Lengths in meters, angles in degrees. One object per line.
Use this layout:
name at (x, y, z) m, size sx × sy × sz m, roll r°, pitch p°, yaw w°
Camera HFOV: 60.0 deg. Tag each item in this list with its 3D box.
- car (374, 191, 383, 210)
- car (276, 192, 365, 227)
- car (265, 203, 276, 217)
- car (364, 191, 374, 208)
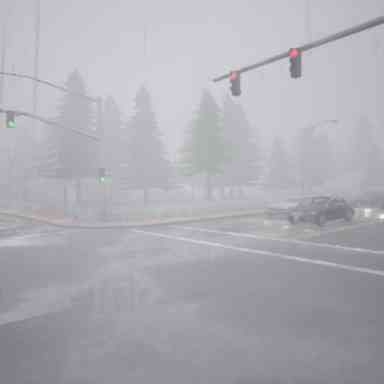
car at (16.811, 0.318, 26.134) m, size 5.566 × 2.045 × 2.150 m, roll -3°, pitch 2°, yaw -40°
car at (7.195, 0.977, 18.426) m, size 4.902 × 1.511 × 2.128 m, roll -2°, pitch 1°, yaw -39°
car at (6.990, 0.943, 22.722) m, size 4.674 × 1.442 × 1.812 m, roll -2°, pitch 1°, yaw -39°
car at (16.345, 0.591, 30.221) m, size 5.357 × 1.411 × 2.033 m, roll -2°, pitch 1°, yaw -39°
